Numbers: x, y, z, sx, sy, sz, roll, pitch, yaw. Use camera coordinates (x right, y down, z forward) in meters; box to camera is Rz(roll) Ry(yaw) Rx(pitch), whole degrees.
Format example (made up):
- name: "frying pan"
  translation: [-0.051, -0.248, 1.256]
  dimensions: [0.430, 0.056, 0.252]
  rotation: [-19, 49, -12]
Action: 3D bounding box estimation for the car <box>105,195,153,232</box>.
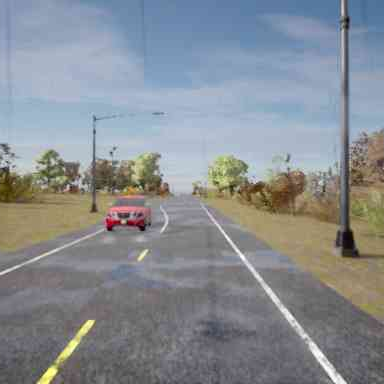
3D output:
- name: "car"
  translation: [-3.689, 1.228, 20.400]
  dimensions: [2.150, 2.045, 5.566]
  rotation: [0, 0, -1]
